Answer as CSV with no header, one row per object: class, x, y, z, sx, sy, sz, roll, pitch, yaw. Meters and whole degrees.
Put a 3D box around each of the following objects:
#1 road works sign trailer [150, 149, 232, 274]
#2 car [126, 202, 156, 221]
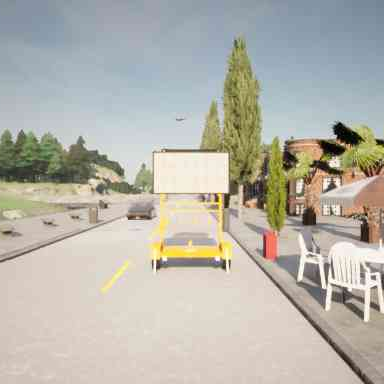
road works sign trailer,-0.026,0.464,10.507,2.380,3.560,2.880,0,0,0
car,-4.068,1.547,27.526,2.033,1.411,5.357,0,0,0
